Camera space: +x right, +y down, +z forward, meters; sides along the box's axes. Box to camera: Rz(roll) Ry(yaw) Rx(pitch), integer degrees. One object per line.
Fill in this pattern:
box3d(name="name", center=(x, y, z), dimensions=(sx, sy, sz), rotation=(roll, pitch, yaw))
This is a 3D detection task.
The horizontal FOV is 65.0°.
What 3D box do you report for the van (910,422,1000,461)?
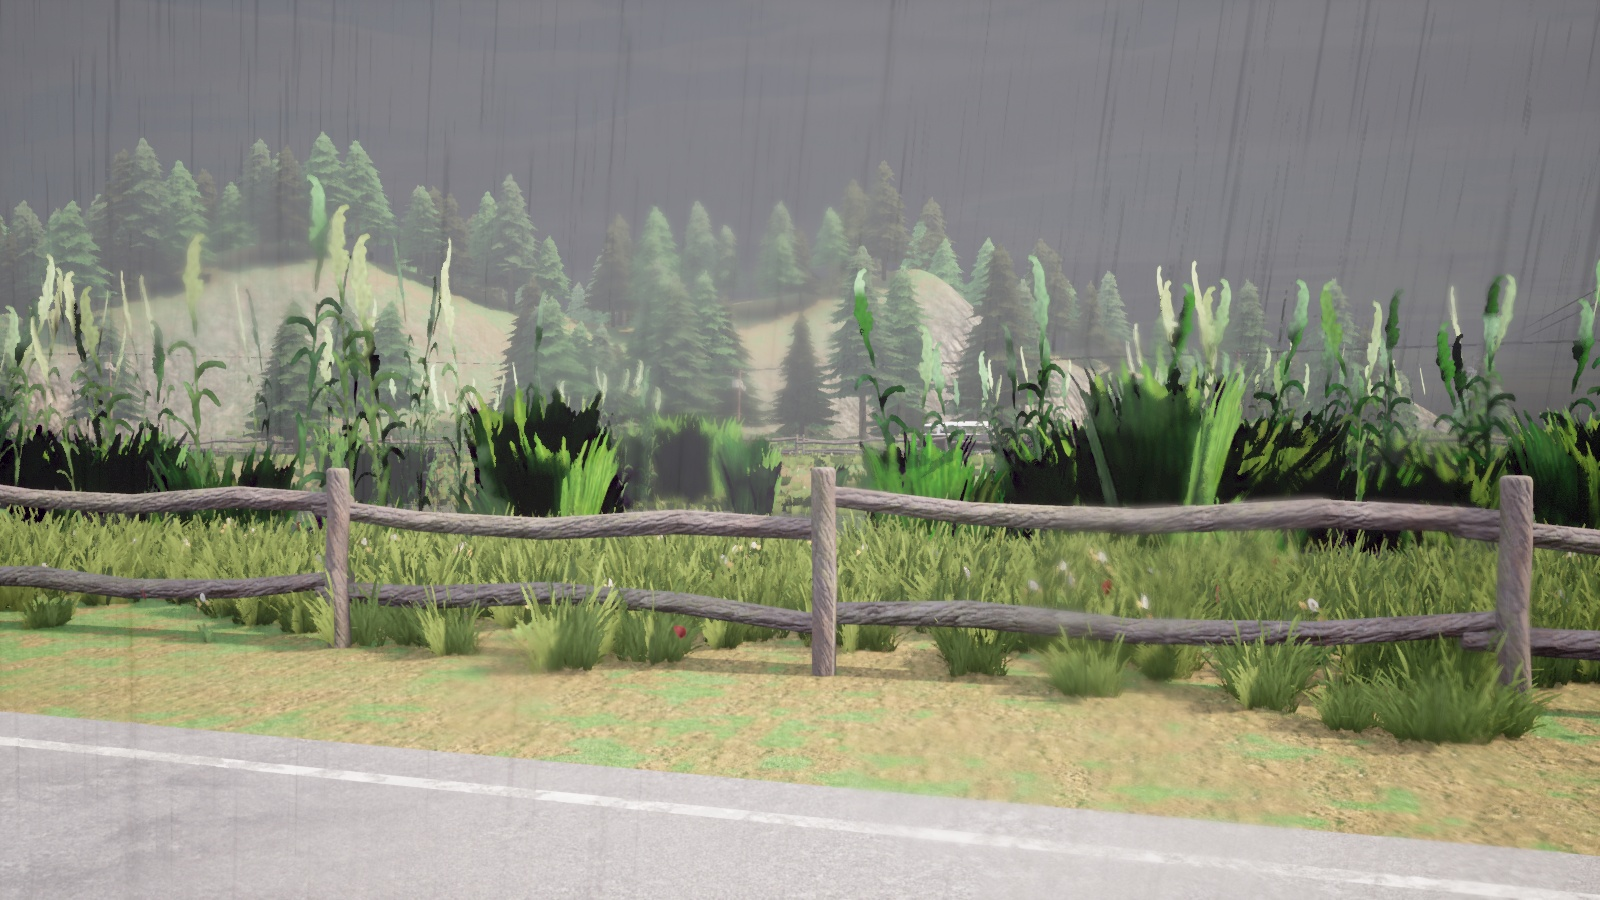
box3d(name="van", center=(8.444, -0.481, 68.509), dimensions=(4.480, 2.038, 2.069), rotation=(1, 1, 21))
